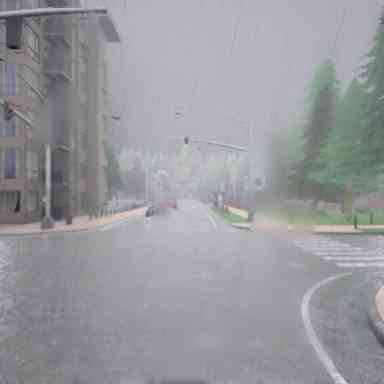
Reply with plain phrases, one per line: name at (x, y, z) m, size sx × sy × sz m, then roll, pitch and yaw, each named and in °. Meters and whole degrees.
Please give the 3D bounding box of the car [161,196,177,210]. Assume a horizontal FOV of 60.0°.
car at (-3.503, 1.717, 51.962) m, size 2.150 × 2.045 × 5.566 m, roll 0°, pitch -1°, yaw 0°

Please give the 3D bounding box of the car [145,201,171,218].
car at (-3.557, 1.886, 33.889) m, size 1.994 × 1.385 × 4.181 m, roll 0°, pitch -1°, yaw 0°
